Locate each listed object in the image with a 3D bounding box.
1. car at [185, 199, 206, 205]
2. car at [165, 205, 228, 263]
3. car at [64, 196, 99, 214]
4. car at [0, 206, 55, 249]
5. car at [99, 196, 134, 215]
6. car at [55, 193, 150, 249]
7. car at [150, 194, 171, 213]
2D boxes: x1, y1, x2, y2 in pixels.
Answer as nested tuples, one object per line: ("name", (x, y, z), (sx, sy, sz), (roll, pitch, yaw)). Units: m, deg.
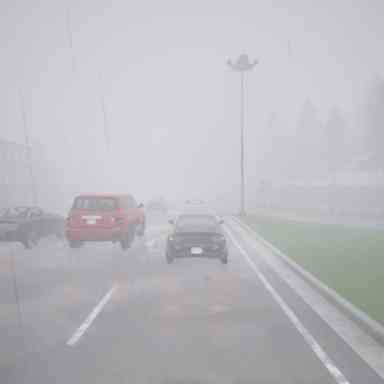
("car", (0.276, 1.275, 28.615), (1.895, 1.301, 4.718), (0, 1, 0))
("car", (0.145, 1.396, 11.299), (1.812, 1.442, 4.674), (0, 1, 0))
("car", (-10.236, 1.171, 31.187), (1.812, 1.442, 4.674), (0, 1, 0))
("car", (-6.816, 1.334, 13.760), (2.128, 1.511, 4.902), (0, 1, 1))
("car", (-6.724, 1.148, 30.171), (2.128, 1.511, 4.902), (0, 1, 0))
("car", (-3.320, 1.064, 13.765), (2.150, 2.045, 5.566), (0, 1, 1))
("car", (-3.236, 1.171, 31.154), (1.812, 1.442, 4.674), (0, 1, 0))
